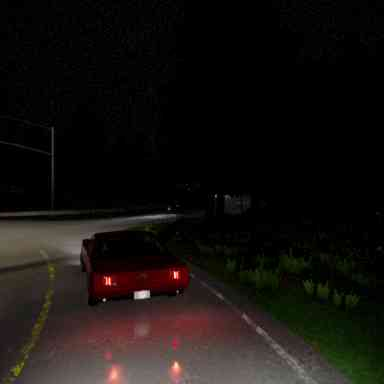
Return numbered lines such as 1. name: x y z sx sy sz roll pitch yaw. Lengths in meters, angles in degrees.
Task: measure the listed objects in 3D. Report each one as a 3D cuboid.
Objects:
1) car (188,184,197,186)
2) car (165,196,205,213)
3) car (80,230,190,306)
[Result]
1. car: 0.013 -1.823 70.135 2.128 1.511 4.902 0 5 -1
2. car: -0.571 1.215 32.676 2.128 1.511 4.902 0 3 40
3. car: -1.695 1.600 8.189 1.895 1.301 4.718 0 0 -21
